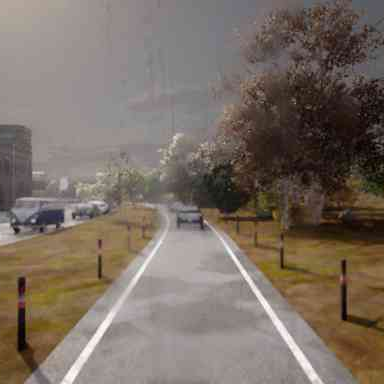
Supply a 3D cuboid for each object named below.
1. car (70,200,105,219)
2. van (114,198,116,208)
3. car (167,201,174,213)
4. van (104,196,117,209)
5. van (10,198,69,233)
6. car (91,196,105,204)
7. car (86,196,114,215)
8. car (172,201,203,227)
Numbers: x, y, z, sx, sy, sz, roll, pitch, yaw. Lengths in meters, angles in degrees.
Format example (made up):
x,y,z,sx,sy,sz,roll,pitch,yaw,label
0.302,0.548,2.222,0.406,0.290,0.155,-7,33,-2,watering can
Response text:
x,y,z,sx,sy,sz,roll,pitch,yaw,label
-9.864,1.714,31.329,2.002,1.452,4.674,1,-2,-5,car
-11.098,1.524,42.325,1.878,1.987,4.442,1,-2,-10,van
-2.029,1.844,41.563,1.994,1.385,4.181,0,0,-8,car
-13.145,1.619,53.322,1.878,1.987,4.442,1,-2,-15,van
-9.252,1.362,20.094,1.878,1.987,4.442,0,-2,-2,van
-24.086,2.137,85.046,2.435,2.045,5.566,2,-3,-25,car
-10.388,1.462,36.869,2.435,2.045,5.566,1,-2,-9,car
-0.238,1.675,24.198,2.128,1.511,4.902,0,0,-3,car
